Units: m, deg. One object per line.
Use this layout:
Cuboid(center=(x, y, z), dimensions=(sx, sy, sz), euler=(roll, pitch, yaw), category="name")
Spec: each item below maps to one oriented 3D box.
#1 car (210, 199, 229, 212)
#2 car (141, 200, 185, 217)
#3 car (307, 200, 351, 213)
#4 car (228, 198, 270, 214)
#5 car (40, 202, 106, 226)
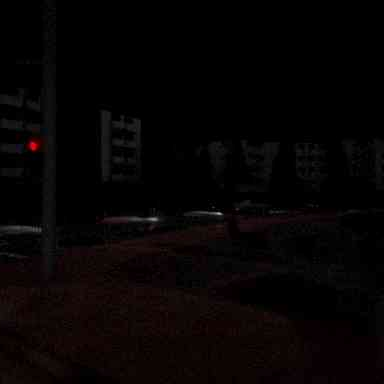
Cuboid(center=(4.336, 1.545, 39.085), dimensions=(4.892, 1.490, 1.837), euler=(0, 0, -37), category="car")
Cuboid(center=(-2.730, 1.522, 32.125), dimensions=(1.882, 1.535, 5.008), euler=(0, 0, 40), category="car")
Cuboid(center=(15.675, 1.566, 38.023), dimensions=(5.357, 1.411, 2.033), euler=(0, 0, -26), category="car")
Cuboid(center=(6.535, 1.558, 36.238), dimensions=(4.674, 1.442, 1.812), euler=(0, 0, -39), category="car")
Cuboid(center=(-8.499, 1.549, 24.134), dimensions=(1.837, 1.490, 4.892), euler=(0, 0, 34), category="car")
